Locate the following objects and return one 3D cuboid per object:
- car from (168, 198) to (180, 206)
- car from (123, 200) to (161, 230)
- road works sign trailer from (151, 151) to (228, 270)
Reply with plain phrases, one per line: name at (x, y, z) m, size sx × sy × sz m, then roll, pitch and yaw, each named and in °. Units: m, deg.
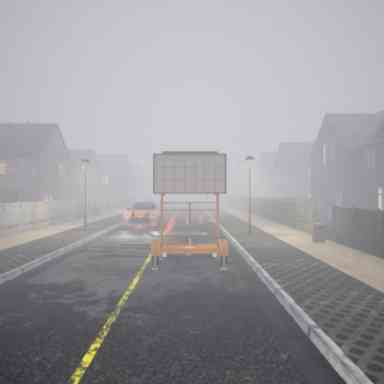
car at (-3.250, 1.746, 61.307) m, size 2.033 × 1.411 × 5.357 m, roll 0°, pitch 0°, yaw 0°
car at (-2.999, 1.365, 21.136) m, size 2.097 × 1.767 × 4.553 m, roll 0°, pitch 0°, yaw 0°
road works sign trailer at (-0.070, 0.465, 11.008) m, size 2.380 × 3.560 × 2.880 m, roll 0°, pitch 0°, yaw 0°
